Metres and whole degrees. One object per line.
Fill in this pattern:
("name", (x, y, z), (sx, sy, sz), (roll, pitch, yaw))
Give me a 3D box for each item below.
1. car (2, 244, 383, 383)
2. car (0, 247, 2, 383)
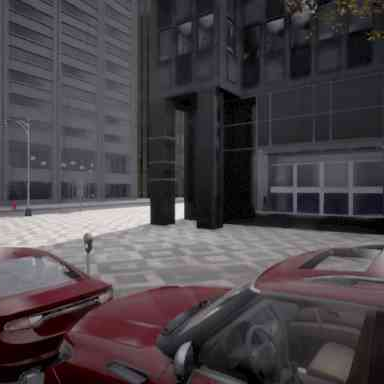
("car", (1.163, 1.313, 2.130), (5.009, 1.841, 2.192), (0, 0, 36))
("car", (-3.142, 1.543, 5.202), (4.507, 1.381, 1.887), (0, 0, 36))
